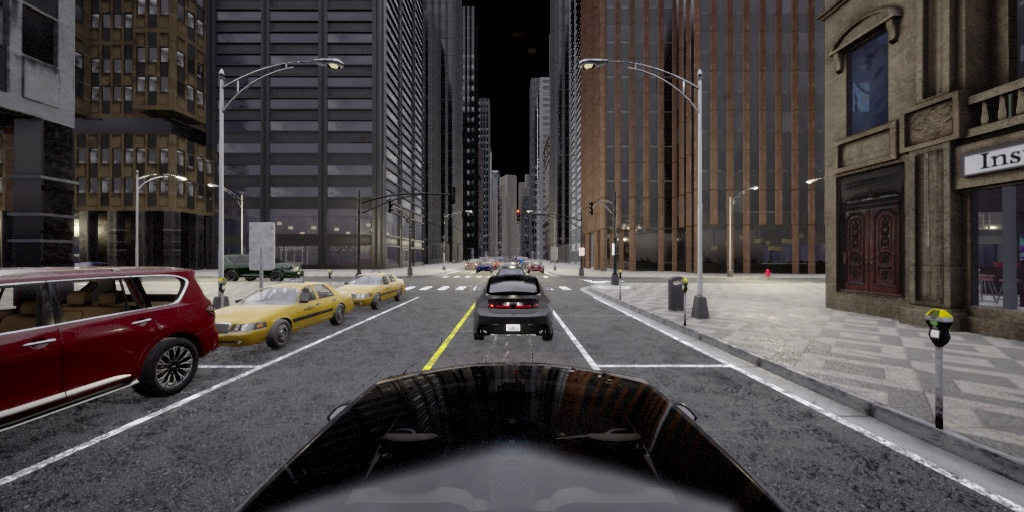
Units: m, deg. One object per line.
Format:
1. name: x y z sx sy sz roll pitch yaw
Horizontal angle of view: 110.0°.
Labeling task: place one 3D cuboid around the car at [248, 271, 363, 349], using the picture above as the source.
1. car: -5.779 1.276 9.215 1.751 1.417 4.829 0 0 0

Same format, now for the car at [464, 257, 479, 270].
1. car: -5.883 1.199 52.980 1.967 1.591 4.097 0 0 0

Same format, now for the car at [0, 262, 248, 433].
1. car: -5.766 1.065 3.784 2.192 1.841 5.009 0 0 0

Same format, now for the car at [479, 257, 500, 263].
1. car: -3.205 1.111 52.010 2.097 1.767 4.553 0 0 0

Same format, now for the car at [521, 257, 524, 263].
1. car: 2.628 1.312 58.628 2.007 1.370 4.403 0 0 0

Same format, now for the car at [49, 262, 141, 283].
1. car: -30.723 1.183 26.525 4.674 1.442 1.812 0 0 -1

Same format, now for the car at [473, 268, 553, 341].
1. car: 0.037 1.255 9.909 1.837 1.490 4.892 0 0 0

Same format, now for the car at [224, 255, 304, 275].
1. car: -18.582 0.915 26.652 5.566 2.045 2.150 0 0 1

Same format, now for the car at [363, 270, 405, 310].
1. car: -5.792 1.276 14.817 1.751 1.417 4.829 0 0 0

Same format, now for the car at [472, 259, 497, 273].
1. car: -3.185 1.357 42.316 1.895 1.301 4.718 0 0 0

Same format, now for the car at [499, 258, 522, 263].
1. car: -0.092 1.304 43.261 2.033 1.411 5.357 0 0 2

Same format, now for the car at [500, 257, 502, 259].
1. car: -3.213 1.115 61.960 2.097 1.767 4.553 0 0 0

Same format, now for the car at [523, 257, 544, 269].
1. car: 2.668 1.196 41.801 1.967 1.591 4.097 0 0 0

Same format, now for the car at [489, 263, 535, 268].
1. car: -0.043 1.298 20.238 2.033 1.411 5.357 0 0 0
